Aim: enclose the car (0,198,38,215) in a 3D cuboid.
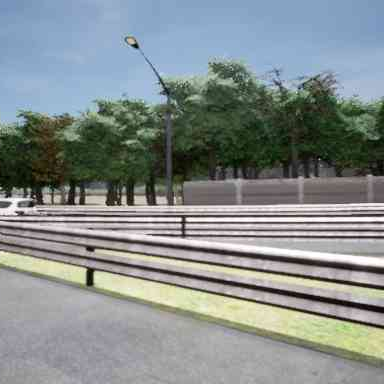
[{"bbox_3d":[-12.784,1.432,21.570,5.566,2.045,2.150,0,-1,11],"label":"car"}]
